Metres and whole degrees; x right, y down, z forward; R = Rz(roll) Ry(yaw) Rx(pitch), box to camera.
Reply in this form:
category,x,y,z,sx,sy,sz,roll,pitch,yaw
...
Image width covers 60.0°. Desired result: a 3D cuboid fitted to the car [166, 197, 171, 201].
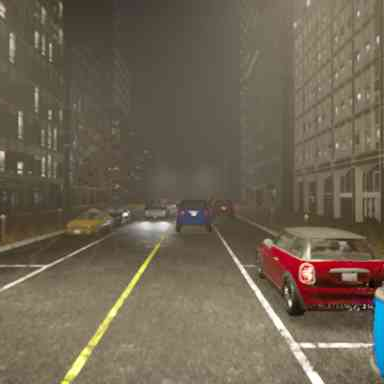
category,x,y,z,sx,sy,sz,roll,pitch,yaw
car,-5.639,1.987,64.568,1.802,1.307,4.206,0,0,0

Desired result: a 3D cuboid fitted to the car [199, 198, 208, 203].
category,x,y,z,sx,sy,sz,roll,pitch,yaw
car,2.755,2.066,81.627,1.947,1.339,4.313,0,0,0

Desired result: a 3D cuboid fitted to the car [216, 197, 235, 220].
category,x,y,z,sx,sy,sz,roll,pitch,yaw
car,2.717,1.516,30.400,2.192,1.841,5.009,0,0,0

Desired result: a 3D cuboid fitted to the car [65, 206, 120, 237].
category,x,y,z,sx,sy,sz,roll,pitch,yaw
car,-5.674,1.652,18.861,1.752,1.417,4.829,0,0,0

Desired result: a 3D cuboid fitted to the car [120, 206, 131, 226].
category,x,y,z,sx,sy,sz,roll,pitch,yaw
car,-5.670,1.715,24.724,2.008,1.369,4.403,0,0,0

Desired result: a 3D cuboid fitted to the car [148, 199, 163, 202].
category,x,y,z,sx,sy,sz,roll,pitch,yaw
car,-5.652,1.857,47.493,2.008,1.369,4.403,0,0,0

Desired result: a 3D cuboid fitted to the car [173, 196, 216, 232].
category,x,y,z,sx,sy,sz,roll,pitch,yaw
car,0.117,1.368,21.604,2.150,2.045,5.566,0,0,0

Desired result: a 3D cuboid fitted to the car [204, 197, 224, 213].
category,x,y,z,sx,sy,sz,roll,pitch,yaw
car,2.726,1.586,41.784,2.192,1.841,5.009,0,0,0

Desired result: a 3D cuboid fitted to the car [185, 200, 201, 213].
category,x,y,z,sx,sy,sz,roll,pitch,yaw
car,0.131,1.773,41.238,1.837,1.490,4.892,0,0,0

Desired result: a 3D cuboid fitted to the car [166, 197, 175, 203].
category,x,y,z,sx,sy,sz,roll,pitch,yaw
car,-5.622,2.077,87.338,1.887,1.381,4.507,0,0,0

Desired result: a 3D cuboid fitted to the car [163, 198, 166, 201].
category,x,y,z,sx,sy,sz,roll,pitch,yaw
car,-5.648,1.906,53.186,1.947,1.339,4.313,0,0,0

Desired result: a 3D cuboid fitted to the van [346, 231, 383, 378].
category,x,y,z,sx,sy,sz,roll,pitch,yaw
van,2.694,1.356,1.941,1.690,1.788,3.998,0,0,0

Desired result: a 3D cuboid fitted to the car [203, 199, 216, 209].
category,x,y,z,sx,sy,sz,roll,pitch,yaw
car,2.733,1.866,53.336,1.752,1.417,4.829,0,0,0

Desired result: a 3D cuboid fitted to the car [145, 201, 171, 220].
category,x,y,z,sx,sy,sz,roll,pitch,yaw
car,-3.076,1.800,30.143,1.895,1.301,4.718,0,0,0

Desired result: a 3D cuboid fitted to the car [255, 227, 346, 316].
category,x,y,z,sx,sy,sz,roll,pitch,yaw
car,2.699,1.493,7.631,1.967,1.590,4.097,0,0,0

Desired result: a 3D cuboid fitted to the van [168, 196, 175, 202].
category,x,y,z,sx,sy,sz,roll,pitch,yaw
van,-5.616,1.904,93.032,1.690,1.788,3.998,0,0,0

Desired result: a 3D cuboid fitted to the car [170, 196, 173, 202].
category,x,y,z,sx,sy,sz,roll,pitch,yaw
car,-2.947,1.933,70.693,2.128,1.511,4.902,0,0,0
